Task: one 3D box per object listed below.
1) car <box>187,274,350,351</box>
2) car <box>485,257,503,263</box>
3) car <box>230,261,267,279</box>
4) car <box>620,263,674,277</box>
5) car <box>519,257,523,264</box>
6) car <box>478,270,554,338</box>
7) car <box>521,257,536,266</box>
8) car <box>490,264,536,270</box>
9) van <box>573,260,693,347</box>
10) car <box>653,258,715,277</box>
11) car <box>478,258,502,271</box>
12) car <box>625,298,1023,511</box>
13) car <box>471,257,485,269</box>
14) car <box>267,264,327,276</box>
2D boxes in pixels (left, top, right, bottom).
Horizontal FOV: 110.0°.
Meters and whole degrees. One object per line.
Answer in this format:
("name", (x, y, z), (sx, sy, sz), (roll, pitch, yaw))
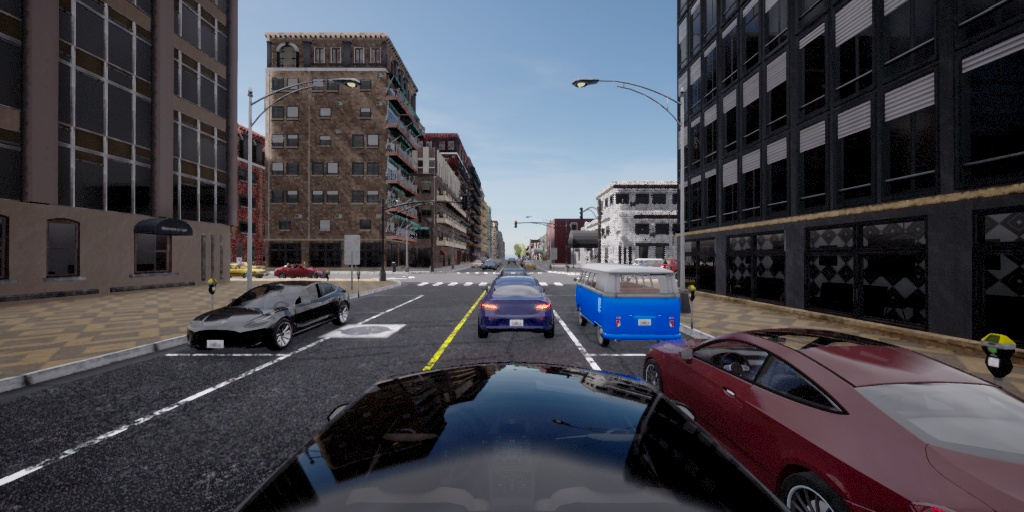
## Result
("car", (-5.692, 1.317, 9.055), (1.948, 1.339, 4.313), (0, 0, 0))
("car", (-3.088, 1.283, 62.196), (2.128, 1.511, 4.902), (0, 0, 0))
("car", (-22.967, 1.215, 29.818), (4.829, 1.417, 1.751), (0, 0, 0))
("car", (13.394, 1.417, 35.729), (4.718, 1.301, 1.895), (0, 0, 1))
("car", (2.674, 1.380, 64.896), (1.802, 1.307, 4.207), (0, 0, 0))
("car", (0.099, 1.277, 10.031), (1.812, 1.442, 4.674), (0, 0, 0))
("car", (2.677, 1.309, 53.987), (1.751, 1.417, 4.829), (0, 0, 0))
("car", (0.088, 1.317, 18.482), (1.994, 1.385, 4.181), (0, 0, 0))
("van", (2.655, 1.092, 9.031), (1.690, 1.789, 3.998), (0, 0, 0))
("car", (14.912, 1.107, 29.919), (5.009, 1.841, 2.192), (0, 0, 0))
("car", (-3.074, 1.327, 50.662), (2.033, 1.411, 5.357), (0, 0, 3))
("car", (2.657, 1.332, 3.342), (1.802, 1.307, 4.207), (0, 0, 0))
("car", (-5.706, 1.316, 59.183), (1.751, 1.417, 4.829), (0, 0, 0))
("car", (-17.474, 1.283, 29.833), (4.207, 1.307, 1.802), (0, 0, 0))
